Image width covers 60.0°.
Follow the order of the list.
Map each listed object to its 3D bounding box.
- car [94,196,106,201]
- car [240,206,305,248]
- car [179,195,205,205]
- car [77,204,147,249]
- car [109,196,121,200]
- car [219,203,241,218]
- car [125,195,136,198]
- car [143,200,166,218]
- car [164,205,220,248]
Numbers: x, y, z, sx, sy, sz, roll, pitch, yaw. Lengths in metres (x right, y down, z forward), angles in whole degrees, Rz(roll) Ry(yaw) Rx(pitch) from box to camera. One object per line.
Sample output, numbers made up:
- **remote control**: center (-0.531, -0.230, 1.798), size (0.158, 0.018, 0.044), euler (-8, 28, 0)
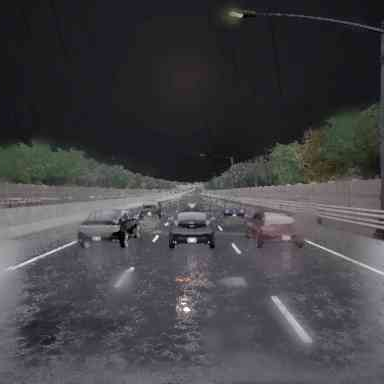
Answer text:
- **car**: center (-21.000, 1.549, 75.938), size (1.994, 1.385, 4.181), euler (0, 0, 0)
- **car**: center (3.500, 1.533, 14.653), size (1.812, 1.442, 4.674), euler (0, 0, 0)
- **car**: center (0.000, 1.262, 29.684), size (2.150, 2.045, 5.566), euler (0, 0, 0)
- **car**: center (-3.500, 1.495, 14.652), size (2.128, 1.511, 4.902), euler (0, 0, 0)
- **car**: center (-17.500, 1.592, 75.908), size (1.895, 1.301, 4.718), euler (0, 0, 0)
- **car**: center (3.500, 1.620, 29.685), size (1.895, 1.301, 4.718), euler (0, 0, 0)
- **car**: center (-14.000, 1.497, 75.938), size (1.837, 1.490, 4.892), euler (0, 0, 0)
- **car**: center (-3.500, 1.520, 29.655), size (1.837, 1.490, 4.892), euler (0, 0, 0)
- **car**: center (0.000, 1.516, 14.653), size (1.837, 1.490, 4.892), euler (0, 0, 0)
